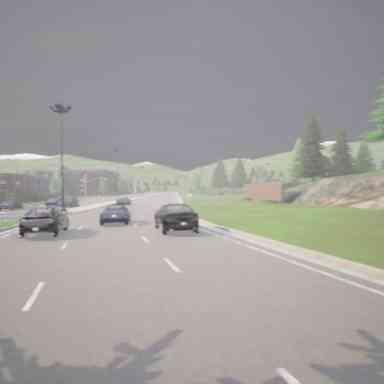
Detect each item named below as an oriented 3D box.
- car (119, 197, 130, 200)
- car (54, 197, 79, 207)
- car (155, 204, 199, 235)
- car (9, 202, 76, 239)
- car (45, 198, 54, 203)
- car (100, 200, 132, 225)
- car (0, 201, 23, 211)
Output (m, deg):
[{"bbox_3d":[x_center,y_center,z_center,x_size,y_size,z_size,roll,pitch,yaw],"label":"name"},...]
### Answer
[{"bbox_3d":[-11.024,1.508,54.195,1.994,1.385,4.181,-1,0,-3],"label":"car"},{"bbox_3d":[-19.052,1.518,51.340,2.097,1.767,4.553,-1,0,-3],"label":"car"},{"bbox_3d":[-0.962,1.386,18.589,1.882,1.535,5.008,-2,0,-13],"label":"car"},{"bbox_3d":[-8.073,1.581,18.459,2.128,1.511,4.902,-2,0,-12],"label":"car"},{"bbox_3d":[-22.748,1.712,55.326,1.882,1.535,5.008,-1,0,-3],"label":"car"},{"bbox_3d":[-5.422,1.552,24.004,1.994,1.385,4.181,-2,0,-7],"label":"car"},{"bbox_3d":[-25.847,1.925,47.511,1.994,1.385,4.181,-1,0,-3],"label":"car"}]
